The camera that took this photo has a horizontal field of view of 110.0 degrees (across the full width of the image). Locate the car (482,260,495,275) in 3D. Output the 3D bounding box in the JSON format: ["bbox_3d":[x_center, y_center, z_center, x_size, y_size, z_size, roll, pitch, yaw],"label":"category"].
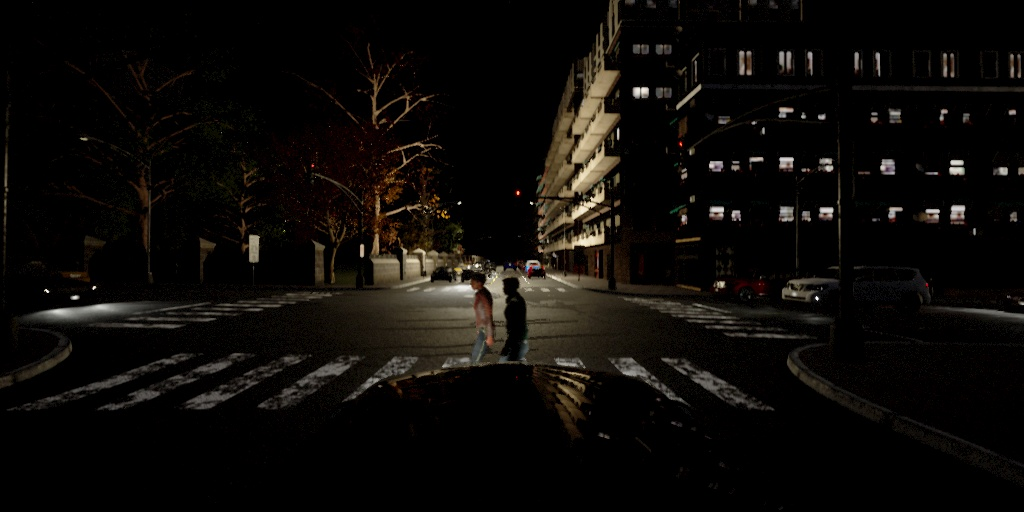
[{"bbox_3d":[-3.324,1.589,42.451,1.837,1.490,4.892,0,0,0],"label":"car"}]

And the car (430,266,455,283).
[{"bbox_3d":[-5.858,1.548,31.242,1.948,1.339,4.313,0,0,0],"label":"car"}]

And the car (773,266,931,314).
[{"bbox_3d":[15.680,1.454,16.472,5.566,2.045,2.150,1,-1,-1],"label":"car"}]

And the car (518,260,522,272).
[{"bbox_3d":[2.392,1.642,53.810,1.967,1.591,4.097,0,0,0],"label":"car"}]

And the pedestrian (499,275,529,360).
[{"bbox_3d":[0.048,1.075,4.578,0.375,1.860,0.375,0,-1,0],"label":"pedestrian"}]

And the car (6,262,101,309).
[{"bbox_3d":[-18.227,1.041,12.748,5.357,1.411,2.033,1,-1,-1],"label":"car"}]

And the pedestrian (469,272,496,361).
[{"bbox_3d":[-0.407,1.078,5.041,0.375,1.860,0.375,0,-1,0],"label":"pedestrian"}]

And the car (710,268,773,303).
[{"bbox_3d":[13.351,1.528,19.010,5.009,1.841,2.192,0,0,-1],"label":"car"}]

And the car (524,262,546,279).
[{"bbox_3d":[2.489,1.598,36.920,1.888,1.381,4.507,0,0,0],"label":"car"}]

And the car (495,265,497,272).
[{"bbox_3d":[-3.379,1.689,55.184,2.128,1.511,4.902,0,0,0],"label":"car"}]

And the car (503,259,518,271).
[{"bbox_3d":[-0.330,1.470,59.612,2.150,2.045,5.566,0,-1,0],"label":"car"}]

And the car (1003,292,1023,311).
[{"bbox_3d":[25.973,1.974,16.628,4.674,1.442,1.812,1,-1,-1],"label":"car"}]

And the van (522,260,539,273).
[{"bbox_3d":[2.457,1.442,42.550,1.690,1.789,3.998,0,0,0],"label":"van"}]

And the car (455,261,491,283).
[{"bbox_3d":[-3.259,1.479,31.080,2.128,1.511,4.902,0,0,0],"label":"car"}]
